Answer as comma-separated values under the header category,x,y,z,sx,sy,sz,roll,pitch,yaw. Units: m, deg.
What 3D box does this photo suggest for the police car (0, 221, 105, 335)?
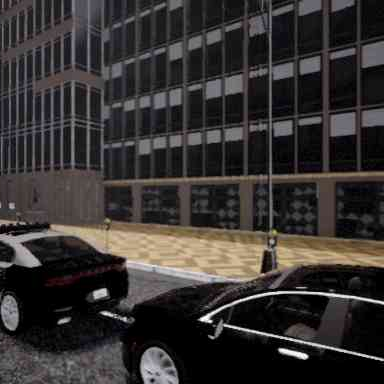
category,x,y,z,sx,sy,sz,roll,pitch,yaw
police car,-3.595,1.462,6.953,5.238,1.638,1.930,0,0,36

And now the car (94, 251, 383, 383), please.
category,x,y,z,sx,sy,sz,roll,pitch,yaw
car,1.361,1.528,3.378,4.892,1.490,1.837,0,0,36

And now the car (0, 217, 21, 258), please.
category,x,y,z,sx,sy,sz,roll,pitch,yaw
car,-8.495,1.646,12.694,4.206,1.307,1.802,0,0,36
